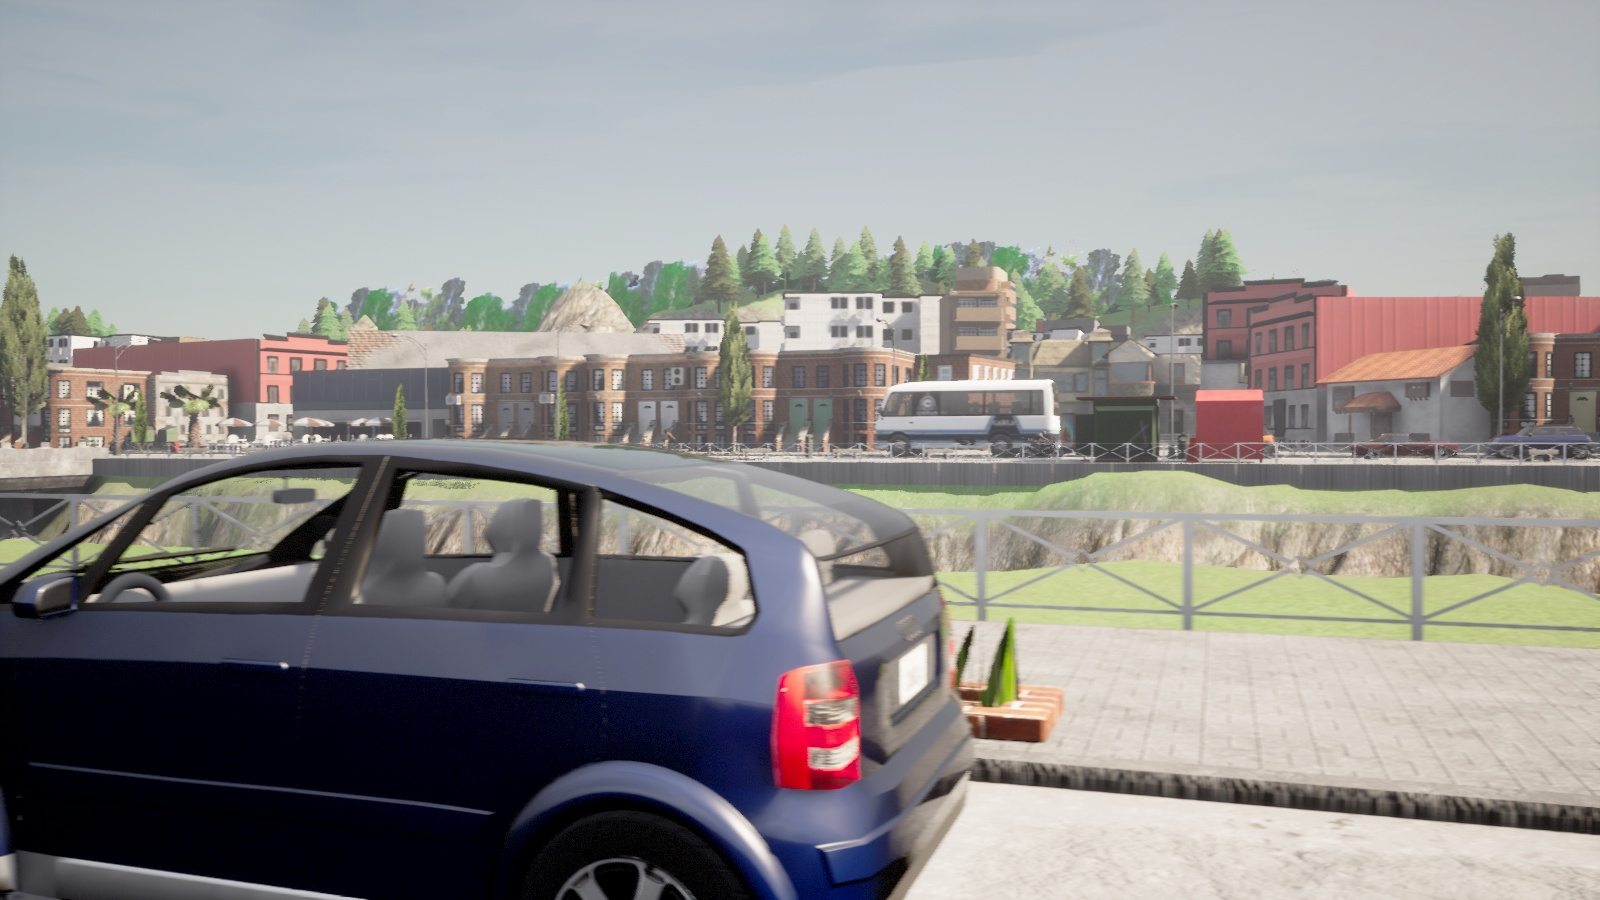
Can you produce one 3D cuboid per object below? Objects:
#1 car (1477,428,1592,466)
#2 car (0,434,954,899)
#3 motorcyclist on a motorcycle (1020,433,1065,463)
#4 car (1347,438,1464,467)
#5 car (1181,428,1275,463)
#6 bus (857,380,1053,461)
[{"bbox_3d":[35.553,-0.157,60.924,4.553,1.767,2.097,1,1,22],"label":"car"},{"bbox_3d":[-1.496,0.732,4.223,3.705,1.549,1.789,1,1,19],"label":"car"},{"bbox_3d":[12.475,-0.126,64.613,2.191,1.530,0.866,1,1,19],"label":"motorcyclist on a motorcycle"},{"bbox_3d":[28.488,0.086,59.239,4.718,1.301,1.895,1,1,19],"label":"car"},{"bbox_3d":[22.312,-0.280,65.504,4.553,1.767,2.097,1,1,20],"label":"car"},{"bbox_3d":[8.675,-1.640,70.100,10.273,4.253,3.944,1,1,19],"label":"bus"}]
